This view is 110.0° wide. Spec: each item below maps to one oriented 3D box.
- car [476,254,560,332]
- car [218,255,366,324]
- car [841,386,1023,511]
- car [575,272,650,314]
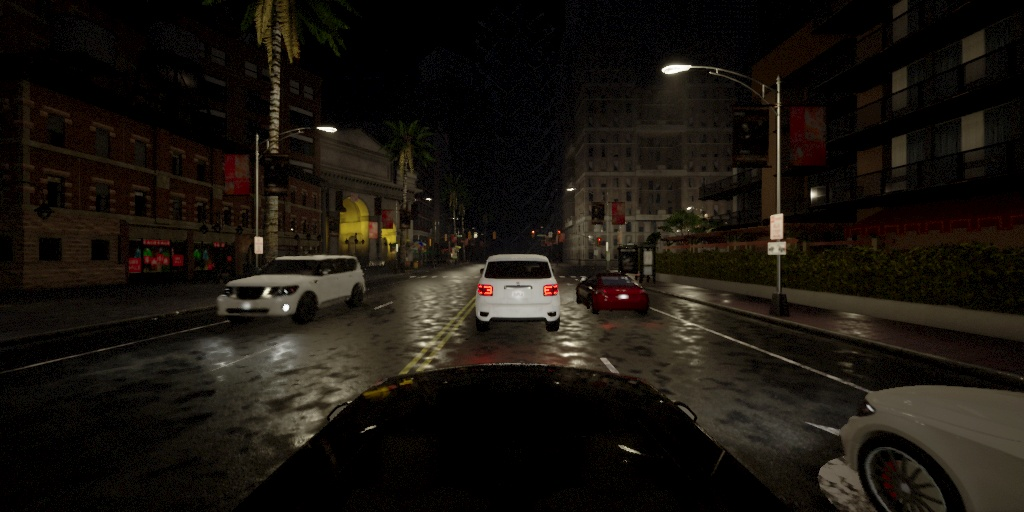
[{"bbox_3d":[0.159,0.972,11.043,2.150,2.045,5.566,0,0,0],"label":"car"},{"bbox_3d":[-7.011,0.972,12.281,2.150,2.045,5.566,0,0,1],"label":"car"},{"bbox_3d":[3.677,1.276,1.005,1.812,1.442,4.674,0,0,0],"label":"car"},{"bbox_3d":[3.682,1.314,13.806,1.994,1.385,4.181,0,0,0],"label":"car"}]
